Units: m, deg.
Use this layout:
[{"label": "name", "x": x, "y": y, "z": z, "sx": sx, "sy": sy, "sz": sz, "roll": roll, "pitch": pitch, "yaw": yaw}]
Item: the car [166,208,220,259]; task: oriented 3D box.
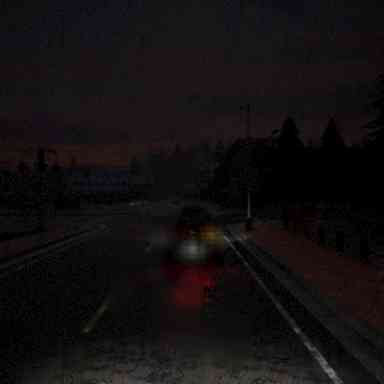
[{"label": "car", "x": 0.052, "y": 1.590, "z": 12.977, "sx": 1.837, "sy": 1.490, "sz": 4.892, "roll": 0, "pitch": 0, "yaw": 0}]

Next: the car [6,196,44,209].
[{"label": "car", "x": -24.815, "y": 1.721, "z": 49.513, "sx": 3.806, "sy": 1.475, "sz": 1.970, "roll": 0, "pitch": 0, "yaw": 0}]

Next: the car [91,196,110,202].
[{"label": "car", "x": -25.052, "y": 1.904, "z": 90.896, "sx": 4.514, "sy": 1.523, "sz": 2.007, "roll": 0, "pitch": 0, "yaw": 0}]

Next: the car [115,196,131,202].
[{"label": "car", "x": -18.002, "y": 1.814, "z": 87.236, "sx": 3.806, "sy": 1.475, "sz": 1.970, "roll": 0, "pitch": 0, "yaw": 0}]

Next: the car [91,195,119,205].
[{"label": "car", "x": -17.261, "y": 1.536, "z": 65.120, "sx": 4.605, "sy": 1.855, "sz": 1.932, "roll": 0, "pitch": 0, "yaw": 0}]

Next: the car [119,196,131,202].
[{"label": "car", "x": -17.677, "y": 1.694, "z": 80.819, "sx": 5.027, "sy": 1.636, "sz": 2.152, "roll": 0, "pitch": 0, "yaw": 0}]

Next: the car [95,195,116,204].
[{"label": "car", "x": -17.674, "y": 1.534, "z": 68.025, "sx": 3.866, "sy": 1.878, "sz": 1.905, "roll": 0, "pitch": 0, "yaw": 0}]

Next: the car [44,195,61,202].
[{"label": "car", "x": -35.061, "y": 1.658, "z": 83.954, "sx": 4.605, "sy": 1.855, "sz": 1.932, "roll": 0, "pitch": 0, "yaw": 0}]

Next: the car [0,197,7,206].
[{"label": "car", "x": -35.809, "y": 1.734, "z": 61.503, "sx": 3.633, "sy": 1.501, "sz": 1.845, "roll": 0, "pitch": 0, "yaw": 0}]

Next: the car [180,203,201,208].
[{"label": "car", "x": 0.057, "y": 1.793, "z": 28.764, "sx": 1.895, "sy": 1.301, "sz": 4.718, "roll": 0, "pitch": 0, "yaw": 0}]

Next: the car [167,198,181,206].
[{"label": "car", "x": -3.546, "y": 1.900, "z": 62.815, "sx": 2.128, "sy": 1.511, "sz": 4.902, "roll": 0, "pitch": 0, "yaw": 1}]

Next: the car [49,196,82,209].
[{"label": "car", "x": -17.393, "y": 1.692, "z": 46.535, "sx": 3.633, "sy": 1.501, "sz": 1.845, "roll": 0, "pitch": 0, "yaw": 0}]

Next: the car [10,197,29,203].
[{"label": "car", "x": -43.541, "y": 1.921, "z": 83.912, "sx": 3.806, "sy": 1.475, "sz": 1.970, "roll": 0, "pitch": 0, "yaw": 0}]

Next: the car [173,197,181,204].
[{"label": "car", "x": -3.512, "y": 2.022, "z": 77.846, "sx": 1.812, "sy": 1.442, "sz": 4.674, "roll": 0, "pitch": 0, "yaw": 0}]
